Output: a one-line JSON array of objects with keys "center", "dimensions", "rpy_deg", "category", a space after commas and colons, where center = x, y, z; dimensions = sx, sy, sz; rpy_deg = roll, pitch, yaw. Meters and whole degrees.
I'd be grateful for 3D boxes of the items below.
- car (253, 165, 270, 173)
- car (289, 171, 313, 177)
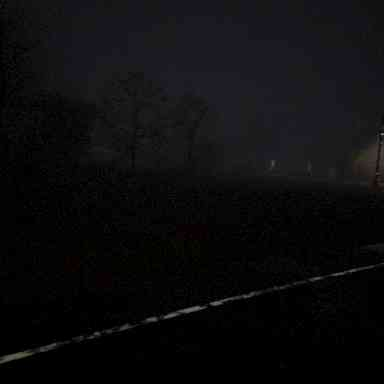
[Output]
[{"center": [17.049, -5.568, 79.961], "dimensions": [2.150, 2.045, 5.566], "rpy_deg": [0, 6, -33], "category": "car"}, {"center": [23.062, -3.888, 70.582], "dimensions": [1.895, 1.301, 4.718], "rpy_deg": [0, 6, -33], "category": "car"}]
